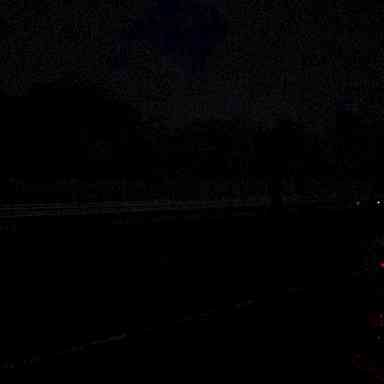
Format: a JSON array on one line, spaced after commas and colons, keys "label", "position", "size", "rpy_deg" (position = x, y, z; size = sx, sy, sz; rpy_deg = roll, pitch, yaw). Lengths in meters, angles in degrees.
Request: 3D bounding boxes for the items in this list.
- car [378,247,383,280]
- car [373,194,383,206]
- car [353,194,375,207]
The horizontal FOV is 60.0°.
[{"label": "car", "position": [6.276, 1.453, 7.956], "size": [4.674, 1.442, 1.812], "rpy_deg": [-1, 0, -34]}, {"label": "car", "position": [21.574, 1.102, 35.111], "size": [4.718, 1.301, 1.895], "rpy_deg": [-1, 1, -33]}, {"label": "car", "position": [20.726, 0.973, 38.720], "size": [4.902, 1.511, 2.128], "rpy_deg": [-1, 1, -33]}]
